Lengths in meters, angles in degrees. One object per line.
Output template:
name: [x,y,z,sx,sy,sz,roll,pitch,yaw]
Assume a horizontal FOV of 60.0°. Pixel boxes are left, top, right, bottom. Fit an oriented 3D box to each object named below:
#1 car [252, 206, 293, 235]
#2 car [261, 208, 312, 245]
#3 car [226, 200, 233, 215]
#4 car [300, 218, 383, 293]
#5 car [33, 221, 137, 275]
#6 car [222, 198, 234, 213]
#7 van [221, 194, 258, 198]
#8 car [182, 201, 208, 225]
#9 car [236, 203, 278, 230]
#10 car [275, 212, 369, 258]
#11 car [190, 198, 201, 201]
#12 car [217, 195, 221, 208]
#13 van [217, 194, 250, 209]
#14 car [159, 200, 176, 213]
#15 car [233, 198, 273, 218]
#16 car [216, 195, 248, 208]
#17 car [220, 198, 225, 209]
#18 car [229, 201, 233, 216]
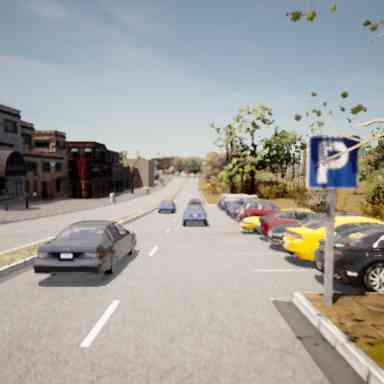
car: [5.683,1.642,16.554,4.792,1.488,2.163,0,0,0]
car: [5.639,1.596,13.804,4.892,1.521,2.231,0,0,0]
car: [5.759,1.677,30.333,4.674,1.452,2.002,0,0,0]
car: [5.585,1.558,8.296,4.892,1.521,2.231,0,0,0]
car: [-3.082,1.629,10.698,2.033,1.411,5.357,0,0,0]
car: [5.748,1.663,33.091,4.792,1.488,2.163,0,0,0]
van: [5.935,1.386,38.594,4.442,1.987,1.878,0,0,0]
car: [0.228,1.699,25.704,2.033,1.411,5.357,0,0,0]
car: [5.489,1.620,19.316,5.366,1.575,1.946,0,0,0]
car: [5.607,1.577,11.051,5.008,1.535,2.097,0,0,0]
car: [0.397,1.599,43.138,1.837,1.490,4.892,0,0,1]
car: [5.809,1.470,41.480,4.553,1.767,2.185,0,0,0]
van: [5.764,1.324,46.865,4.442,1.987,1.878,0,1,0]
car: [-2.866,1.664,39.314,2.033,1.411,5.357,0,0,0]
car: [5.685,1.514,24.818,4.553,1.767,2.185,0,0,0]
car: [5.931,1.392,49.617,4.553,1.767,2.185,0,1,0]
car: [5.827,1.652,35.843,4.792,1.488,2.163,0,0,0]
car: [5.733,1.679,27.579,4.674,1.452,2.002,0,0,0]
